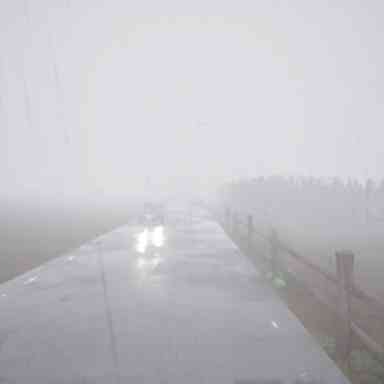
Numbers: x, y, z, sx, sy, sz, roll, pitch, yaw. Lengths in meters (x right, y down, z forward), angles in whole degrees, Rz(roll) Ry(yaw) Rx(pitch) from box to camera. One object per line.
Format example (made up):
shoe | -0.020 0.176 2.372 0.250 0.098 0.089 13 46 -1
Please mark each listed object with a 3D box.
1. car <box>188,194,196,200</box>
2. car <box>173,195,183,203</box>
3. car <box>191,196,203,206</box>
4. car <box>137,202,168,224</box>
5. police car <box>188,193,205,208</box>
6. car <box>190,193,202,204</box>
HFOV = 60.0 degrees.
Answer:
car | -0.028 1.224 80.731 1.882 1.535 5.008 0 0 0
car | -2.789 1.444 65.325 1.837 1.490 4.892 0 0 0
car | 0.805 1.459 56.433 1.837 1.490 4.892 0 0 0
car | -2.856 1.499 24.847 2.128 1.511 4.902 0 0 0
police car | 0.808 1.402 46.543 1.930 1.638 5.238 0 0 0
car | 0.801 1.160 62.462 2.150 2.045 5.566 0 0 0
